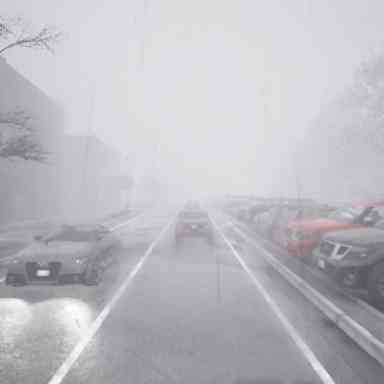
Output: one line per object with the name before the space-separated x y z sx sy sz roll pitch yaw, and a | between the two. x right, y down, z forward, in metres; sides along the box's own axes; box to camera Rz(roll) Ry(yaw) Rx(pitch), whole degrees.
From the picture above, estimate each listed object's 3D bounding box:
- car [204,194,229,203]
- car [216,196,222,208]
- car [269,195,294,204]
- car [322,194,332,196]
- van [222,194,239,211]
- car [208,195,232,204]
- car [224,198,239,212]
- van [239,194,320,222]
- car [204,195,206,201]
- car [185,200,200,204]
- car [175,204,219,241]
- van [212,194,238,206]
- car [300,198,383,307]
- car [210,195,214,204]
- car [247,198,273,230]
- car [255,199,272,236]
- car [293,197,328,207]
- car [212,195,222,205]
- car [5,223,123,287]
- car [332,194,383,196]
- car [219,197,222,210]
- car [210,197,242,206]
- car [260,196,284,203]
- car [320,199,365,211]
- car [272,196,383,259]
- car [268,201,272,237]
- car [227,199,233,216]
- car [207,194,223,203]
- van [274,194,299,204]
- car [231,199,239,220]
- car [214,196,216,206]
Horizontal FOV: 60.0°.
car | 5.595 1.464 77.491 5.566 2.045 2.435 0 0 0
car | 5.799 1.528 38.248 5.366 1.575 1.946 0 0 0
car | 18.616 1.528 69.127 4.553 1.767 2.185 0 0 0
car | 18.664 1.281 38.495 5.566 2.045 2.435 0 0 0
van | 5.507 1.298 32.641 4.442 1.987 1.878 0 0 0
car | 5.538 1.512 66.279 4.553 1.767 2.185 0 0 0
car | 5.599 1.550 29.838 4.792 1.488 2.163 0 0 0
van | 5.526 1.284 21.428 4.442 1.987 1.878 0 0 0
car | 5.596 1.402 69.081 5.566 2.045 2.435 0 0 0
car | 0.083 1.632 40.928 1.994 1.385 4.181 0 0 0
car | 0.093 1.577 16.941 2.033 1.411 5.357 0 0 0
van | 5.696 1.374 57.869 4.442 1.987 1.878 0 0 0
car | 5.639 1.242 7.412 5.566 2.045 2.435 0 0 0
car | 5.590 1.563 49.453 4.892 1.521 2.231 0 0 0
car | 5.679 1.381 18.625 4.553 1.767 2.185 0 0 0
car | 5.621 1.378 15.822 4.553 1.767 2.185 0 0 0
car | 18.639 1.606 52.417 4.792 1.488 2.163 0 0 0
car | 5.570 1.581 46.656 4.792 1.488 2.163 0 0 0
car | -3.254 1.582 9.264 1.994 1.385 4.181 0 0 0
car | 18.669 1.278 35.833 5.566 2.045 2.435 0 0 0
car | 5.648 1.557 35.445 4.792 1.488 2.163 0 0 0
car | 5.579 1.587 55.064 5.008 1.535 2.097 0 0 0
car | 18.651 1.714 77.481 5.008 1.535 2.097 0 -1 0
car | 18.685 1.578 41.402 4.674 1.452 2.002 0 0 0
car | 5.634 1.245 10.215 5.566 2.045 2.435 0 0 0
car | 5.626 1.374 13.018 4.553 1.767 2.185 0 0 0
car | 5.604 1.547 27.035 4.792 1.488 2.163 0 0 0
car | 5.618 1.323 52.262 5.566 2.045 2.435 0 0 0
van | 18.765 1.412 66.347 4.442 1.987 1.878 0 0 0
car | 5.633 1.514 24.231 5.008 1.535 2.097 0 0 0
car | 5.603 1.536 41.048 5.008 1.535 2.097 0 0 0
